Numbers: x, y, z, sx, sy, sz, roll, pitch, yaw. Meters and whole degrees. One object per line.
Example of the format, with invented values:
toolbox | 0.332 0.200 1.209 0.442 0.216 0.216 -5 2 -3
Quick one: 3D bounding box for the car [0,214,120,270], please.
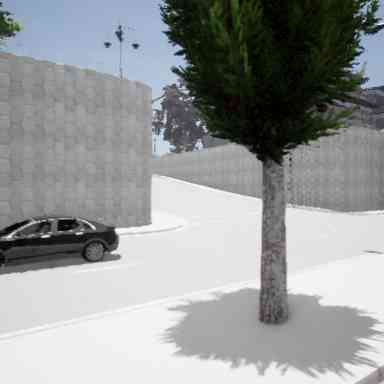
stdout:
car | -4.711 1.501 10.408 4.892 1.490 1.837 0 0 -35
